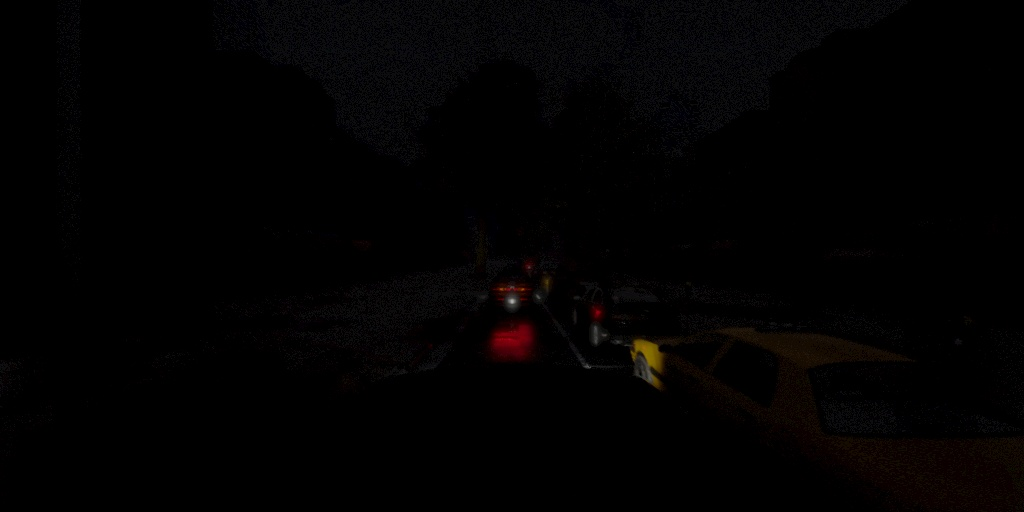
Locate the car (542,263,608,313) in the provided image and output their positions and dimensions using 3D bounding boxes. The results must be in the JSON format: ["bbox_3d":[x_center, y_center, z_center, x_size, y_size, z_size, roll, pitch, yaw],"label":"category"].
[{"bbox_3d":[2.644,1.177,14.632,2.192,1.841,5.009,0,0,0],"label":"car"}]

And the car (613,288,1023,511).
[{"bbox_3d":[2.638,1.293,3.709,1.751,1.417,4.829,0,0,0],"label":"car"}]

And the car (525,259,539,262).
[{"bbox_3d":[2.655,1.445,36.822,1.967,1.591,4.097,0,0,0],"label":"car"}]

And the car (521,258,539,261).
[{"bbox_3d":[2.774,1.288,48.631,2.150,2.045,5.566,0,0,0],"label":"car"}]

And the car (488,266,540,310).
[{"bbox_3d":[0.025,1.374,15.335,1.837,1.490,4.892,0,0,0],"label":"car"}]

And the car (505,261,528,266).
[{"bbox_3d":[0.033,1.461,30.334,2.128,1.511,4.902,0,0,0],"label":"car"}]

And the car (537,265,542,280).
[{"bbox_3d":[2.647,1.428,20.351,1.751,1.417,4.829,0,0,0],"label":"car"}]

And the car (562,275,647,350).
[{"bbox_3d":[2.641,1.367,9.087,2.007,1.370,4.403,0,0,0],"label":"car"}]

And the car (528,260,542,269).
[{"bbox_3d":[2.653,1.413,31.275,1.967,1.591,4.097,0,0,0],"label":"car"}]
